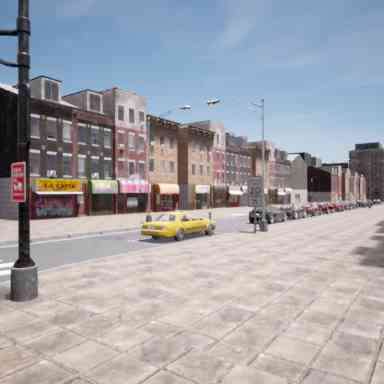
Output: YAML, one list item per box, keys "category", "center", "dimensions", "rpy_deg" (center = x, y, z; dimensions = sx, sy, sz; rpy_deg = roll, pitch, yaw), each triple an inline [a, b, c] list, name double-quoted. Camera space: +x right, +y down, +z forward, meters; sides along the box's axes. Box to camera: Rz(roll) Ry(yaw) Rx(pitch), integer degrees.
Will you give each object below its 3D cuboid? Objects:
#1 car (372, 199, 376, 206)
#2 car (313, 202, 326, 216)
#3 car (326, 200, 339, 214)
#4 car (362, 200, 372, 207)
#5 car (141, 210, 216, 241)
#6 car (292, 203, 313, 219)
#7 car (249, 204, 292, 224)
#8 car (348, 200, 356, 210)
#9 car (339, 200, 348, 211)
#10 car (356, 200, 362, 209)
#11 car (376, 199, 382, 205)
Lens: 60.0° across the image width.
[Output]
- category: "car"
  center: [35.318, 2.210, 67.246]
  dimensions: [1.887, 1.381, 4.507]
  rpy_deg: [-1, -2, 35]
- category: "car"
  center: [12.463, 1.820, 35.179]
  dimensions: [1.802, 1.307, 4.206]
  rpy_deg: [-1, -1, 35]
- category: "car"
  center: [15.728, 1.833, 39.760]
  dimensions: [1.887, 1.381, 4.507]
  rpy_deg: [-1, -1, 35]
- category: "car"
  center: [32.055, 2.145, 62.666]
  dimensions: [2.008, 1.369, 4.403]
  rpy_deg: [-1, -1, 35]
- category: "car"
  center: [-0.499, 1.597, 16.993]
  dimensions: [1.752, 1.417, 4.829]
  rpy_deg: [-1, -1, 35]
- category: "car"
  center: [9.198, 1.742, 30.598]
  dimensions: [2.008, 1.369, 4.403]
  rpy_deg: [-1, -1, 35]
- category: "car"
  center: [5.933, 1.714, 26.017]
  dimensions: [1.947, 1.339, 4.313]
  rpy_deg: [-1, -1, 35]
- category: "car"
  center: [22.258, 1.951, 48.923]
  dimensions: [2.008, 1.369, 4.403]
  rpy_deg: [-1, -1, 35]
- category: "car"
  center: [18.992, 1.782, 44.343]
  dimensions: [1.967, 1.590, 4.097]
  rpy_deg: [-1, -1, 35]
- category: "car"
  center: [25.523, 2.012, 53.504]
  dimensions: [2.008, 1.369, 4.403]
  rpy_deg: [-1, -1, 35]
- category: "car"
  center: [45.113, 2.459, 80.988]
  dimensions: [2.008, 1.369, 4.403]
  rpy_deg: [-2, -2, 35]
